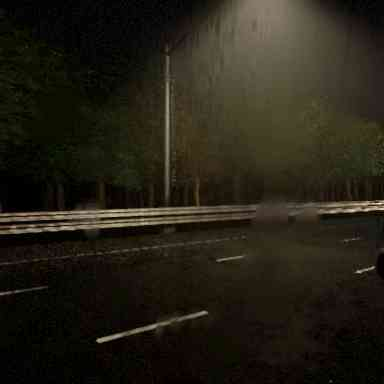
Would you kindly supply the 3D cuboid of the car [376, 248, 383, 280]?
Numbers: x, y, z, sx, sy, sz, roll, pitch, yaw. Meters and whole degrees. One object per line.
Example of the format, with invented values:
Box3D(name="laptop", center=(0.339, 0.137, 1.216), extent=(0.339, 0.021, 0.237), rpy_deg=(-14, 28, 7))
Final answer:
Box3D(name="car", center=(6.621, 1.563, 8.588), extent=(4.181, 1.385, 1.994), rpy_deg=(0, 0, -35))
